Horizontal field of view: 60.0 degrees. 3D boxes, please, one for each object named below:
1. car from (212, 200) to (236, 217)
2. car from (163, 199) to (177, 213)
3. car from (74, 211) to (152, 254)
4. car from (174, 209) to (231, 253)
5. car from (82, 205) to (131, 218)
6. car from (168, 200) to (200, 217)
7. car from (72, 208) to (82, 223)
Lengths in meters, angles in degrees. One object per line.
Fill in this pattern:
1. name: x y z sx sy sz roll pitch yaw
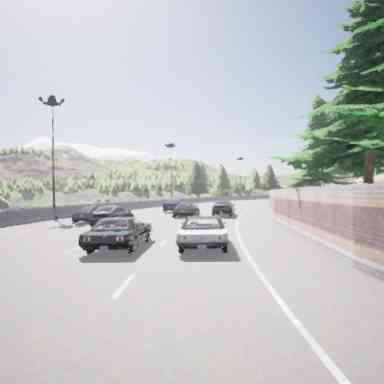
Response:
1. car: 3.032 1.538 31.731 1.837 1.490 4.892 -1 0 11
2. car: -2.015 1.649 40.555 1.882 1.535 5.008 -1 0 15
3. car: -2.987 1.710 14.050 1.895 1.301 4.718 -1 0 4
4. car: 0.500 1.633 13.818 1.895 1.301 4.718 -1 0 4
5. car: -5.503 1.700 23.219 1.837 1.490 4.892 -1 0 7
6. car: -0.498 1.675 31.842 1.994 1.385 4.181 -1 0 11
7. car: -8.321 1.834 28.022 1.994 1.385 4.181 -1 0 9
